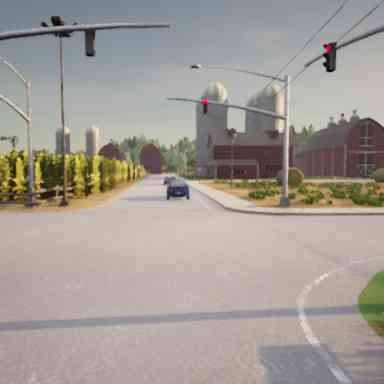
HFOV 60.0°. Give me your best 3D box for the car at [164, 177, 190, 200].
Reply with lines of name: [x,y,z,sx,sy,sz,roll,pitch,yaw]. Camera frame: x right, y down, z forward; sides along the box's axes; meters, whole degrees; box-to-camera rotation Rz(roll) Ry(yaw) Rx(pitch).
car: [-1.247,-0.239,28.608,1.882,1.535,5.008,0,4,-5]

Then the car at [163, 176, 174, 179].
car: [-3.596,-1.908,53.800,2.128,1.511,4.902,0,4,-5]

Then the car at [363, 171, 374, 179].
car: [41.997,-3.935,78.669,1.905,1.878,3.866,11,12,40]
